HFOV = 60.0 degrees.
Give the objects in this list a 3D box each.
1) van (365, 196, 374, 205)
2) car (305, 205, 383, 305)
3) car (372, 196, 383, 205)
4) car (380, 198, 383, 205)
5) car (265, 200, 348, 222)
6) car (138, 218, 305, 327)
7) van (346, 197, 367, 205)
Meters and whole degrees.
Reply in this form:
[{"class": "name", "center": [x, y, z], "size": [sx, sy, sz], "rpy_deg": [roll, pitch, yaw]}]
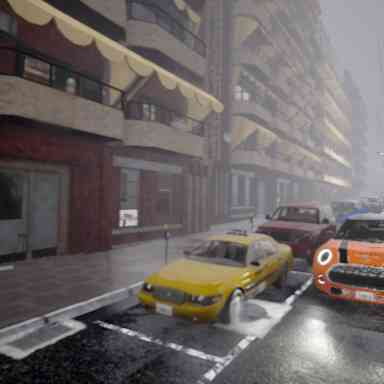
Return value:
[{"class": "van", "center": [12.880, 1.417, 26.031], "size": [1.690, 1.788, 3.998], "rpy_deg": [2, 1, 33]}, {"class": "car", "center": [4.473, 1.373, 8.162], "size": [2.097, 1.767, 4.553], "rpy_deg": [0, 0, 33]}, {"class": "car", "center": [18.839, 1.437, 35.350], "size": [2.192, 1.841, 5.009], "rpy_deg": [2, 1, 33]}, {"class": "car", "center": [39.683, 1.876, 67.971], "size": [1.887, 1.381, 4.507], "rpy_deg": [2, 1, 33]}, {"class": "car", "center": [3.946, 1.335, 12.052], "size": [2.192, 1.841, 5.009], "rpy_deg": [2, 1, 33]}, {"class": "car", "center": [0.869, 1.530, 7.251], "size": [1.752, 1.417, 4.829], "rpy_deg": [2, 1, 33]}, {"class": "van", "center": [9.901, 1.396, 21.370], "size": [1.690, 1.788, 3.998], "rpy_deg": [2, 1, 33]}]
